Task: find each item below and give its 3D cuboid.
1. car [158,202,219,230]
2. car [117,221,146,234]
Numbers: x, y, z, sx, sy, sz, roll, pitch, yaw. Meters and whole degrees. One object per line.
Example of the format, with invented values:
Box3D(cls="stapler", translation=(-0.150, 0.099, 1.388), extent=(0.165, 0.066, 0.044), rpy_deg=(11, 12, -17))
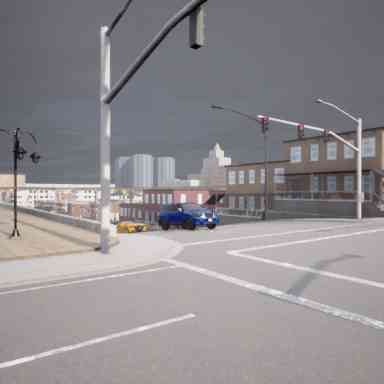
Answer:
Box3D(cls="car", translation=(-0.421, 1.776, 24.633), extent=(2.150, 2.045, 5.566), rpy_deg=(0, -5, -36))
Box3D(cls="car", translation=(-6.313, 3.602, 32.644), extent=(1.882, 1.535, 5.008), rpy_deg=(0, -12, -36))
